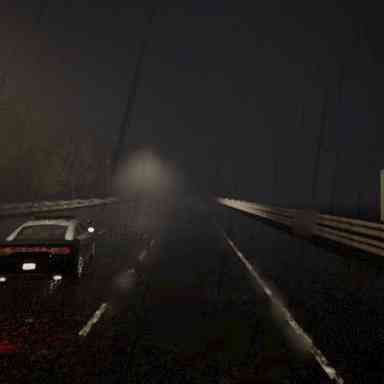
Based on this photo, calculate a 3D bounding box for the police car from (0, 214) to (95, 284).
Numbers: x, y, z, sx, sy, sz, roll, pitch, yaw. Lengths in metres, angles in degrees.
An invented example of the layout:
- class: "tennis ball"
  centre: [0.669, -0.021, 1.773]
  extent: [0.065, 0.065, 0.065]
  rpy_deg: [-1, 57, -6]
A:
- class: "police car"
  centre: [-4.065, 1.471, 9.938]
  extent: [1.930, 1.638, 5.238]
  rpy_deg: [1, -1, -10]
